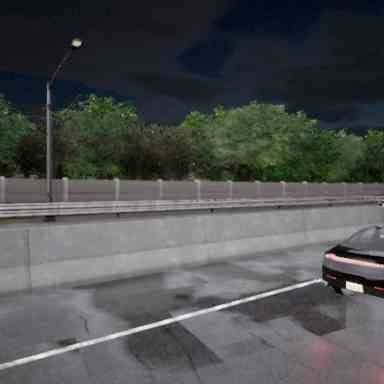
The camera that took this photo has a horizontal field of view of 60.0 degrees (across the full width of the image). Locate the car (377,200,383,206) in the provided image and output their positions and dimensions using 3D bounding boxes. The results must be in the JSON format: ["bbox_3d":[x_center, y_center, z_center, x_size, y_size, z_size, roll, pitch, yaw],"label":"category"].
[{"bbox_3d":[26.397,1.266,43.308,5.357,1.411,2.033,0,0,-33],"label":"car"}]

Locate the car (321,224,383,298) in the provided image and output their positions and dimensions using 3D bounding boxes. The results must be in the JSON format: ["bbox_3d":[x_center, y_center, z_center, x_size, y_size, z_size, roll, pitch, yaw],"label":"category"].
[{"bbox_3d":[4.842,1.436,7.226,4.902,1.511,2.128,-1,0,-35],"label":"car"}]
